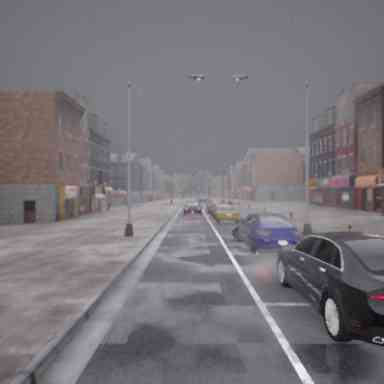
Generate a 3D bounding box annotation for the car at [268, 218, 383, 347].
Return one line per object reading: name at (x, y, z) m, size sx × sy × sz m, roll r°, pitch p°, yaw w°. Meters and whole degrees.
car at (3.021, 1.512, 6.457) m, size 1.837 × 1.490 × 4.892 m, roll 0°, pitch 0°, yaw 0°

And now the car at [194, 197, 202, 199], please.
car at (0.026, 1.732, 47.690) m, size 1.895 × 1.301 × 4.718 m, roll 0°, pitch 0°, yaw 0°

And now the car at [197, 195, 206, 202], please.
car at (2.629, 1.719, 90.370) m, size 2.192 × 1.841 × 5.009 m, roll -1°, pitch 0°, yaw 0°

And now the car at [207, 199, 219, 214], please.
car at (2.634, 1.649, 31.289) m, size 1.802 × 1.307 × 4.206 m, roll 0°, pitch 0°, yaw 0°

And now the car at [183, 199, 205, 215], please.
car at (0.074, 1.678, 34.409) m, size 1.895 × 1.301 × 4.718 m, roll 0°, pitch 0°, yaw 0°

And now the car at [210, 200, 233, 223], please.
car at (2.634, 1.577, 25.991) m, size 1.752 × 1.417 × 4.829 m, roll 0°, pitch 0°, yaw 0°

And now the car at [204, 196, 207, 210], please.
car at (2.633, 1.526, 36.755) m, size 1.967 × 1.590 × 4.097 m, roll 0°, pitch 0°, yaw 0°

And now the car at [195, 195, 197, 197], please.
car at (2.629, 1.678, 84.967) m, size 2.192 × 1.841 × 5.009 m, roll -1°, pitch 0°, yaw 0°

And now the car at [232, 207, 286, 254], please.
car at (2.989, 1.546, 13.541) m, size 1.812 × 1.442 × 4.674 m, roll 0°, pitch 0°, yaw -2°

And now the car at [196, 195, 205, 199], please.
car at (2.630, 1.764, 79.565) m, size 1.967 × 1.590 × 4.097 m, roll -1°, pitch 0°, yaw 0°
